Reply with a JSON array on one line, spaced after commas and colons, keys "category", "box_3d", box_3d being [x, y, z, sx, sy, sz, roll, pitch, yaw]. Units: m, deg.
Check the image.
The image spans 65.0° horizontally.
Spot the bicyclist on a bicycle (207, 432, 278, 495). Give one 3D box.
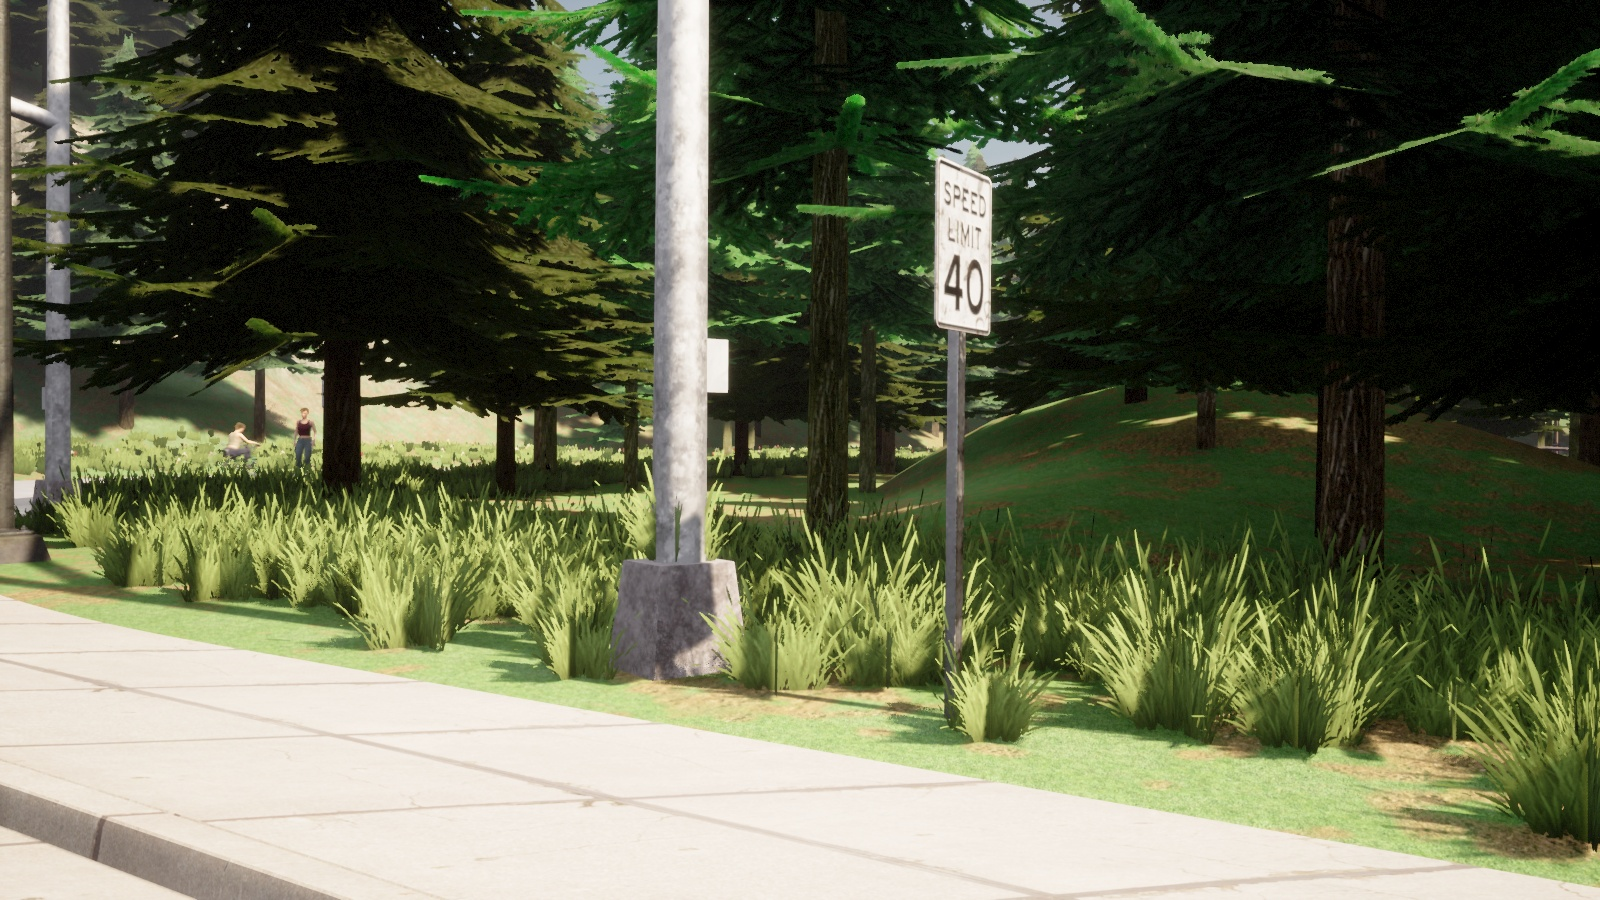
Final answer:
[{"category": "bicyclist on a bicycle", "box_3d": [-14.787, 0.346, 33.340, 0.866, 1.612, 1.509, 1, 1, 24]}]

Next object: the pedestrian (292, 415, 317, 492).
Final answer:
[{"category": "pedestrian", "box_3d": [-11.972, 0.087, 30.334, 0.345, 1.836, 0.594, -1, 1, -1]}]
